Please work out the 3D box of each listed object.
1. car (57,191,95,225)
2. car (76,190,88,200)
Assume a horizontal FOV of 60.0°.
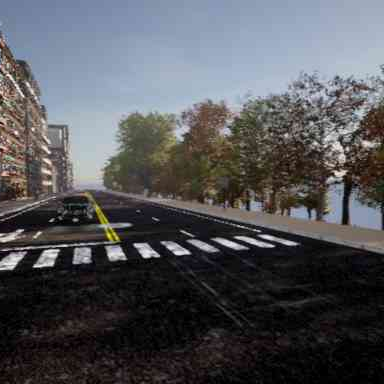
[{"bbox_3d":[-7.289,0.980,20.982,2.097,1.767,4.553,-1,1,-18],"label":"car"},{"bbox_3d":[-19.841,0.528,59.921,1.882,1.535,5.008,-1,1,-18],"label":"car"}]
